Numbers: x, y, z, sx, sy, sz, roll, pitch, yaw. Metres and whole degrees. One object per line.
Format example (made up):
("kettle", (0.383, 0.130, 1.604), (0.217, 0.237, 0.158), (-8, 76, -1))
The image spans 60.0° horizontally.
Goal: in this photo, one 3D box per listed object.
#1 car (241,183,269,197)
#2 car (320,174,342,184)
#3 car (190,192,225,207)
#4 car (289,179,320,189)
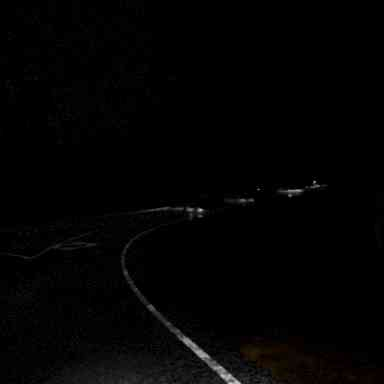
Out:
("car", (8.968, -0.508, 44.576), (5.566, 2.045, 2.150), (-9, 4, -40))
("car", (22.858, -2.218, 55.275), (4.902, 1.511, 2.128), (-8, 4, -34))
("car", (1.815, 0.755, 37.874), (4.674, 1.442, 1.812), (-7, 3, -44))
("car", (16.827, -1.351, 50.871), (4.892, 1.490, 1.837), (-8, 4, -36))
